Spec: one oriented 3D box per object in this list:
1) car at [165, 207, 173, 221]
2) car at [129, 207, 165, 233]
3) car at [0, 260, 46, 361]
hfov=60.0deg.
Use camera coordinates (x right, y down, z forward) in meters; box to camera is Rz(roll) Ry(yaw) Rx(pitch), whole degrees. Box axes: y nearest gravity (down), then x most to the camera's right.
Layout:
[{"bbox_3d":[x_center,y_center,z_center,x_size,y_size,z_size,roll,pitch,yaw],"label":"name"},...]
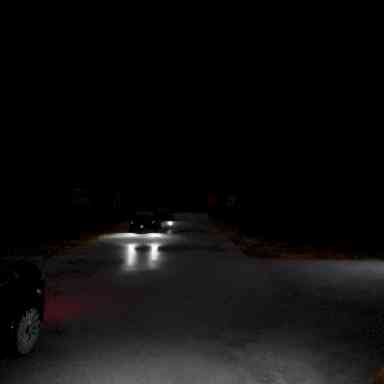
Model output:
[{"bbox_3d":[-3.141,2.403,37.336,1.882,1.535,5.008,0,-2,0],"label":"car"},{"bbox_3d":[-3.178,1.987,23.385,1.812,1.442,4.674,0,-2,0],"label":"car"},{"bbox_3d":[-3.194,1.528,3.267,2.128,1.511,4.902,0,0,0],"label":"car"}]
